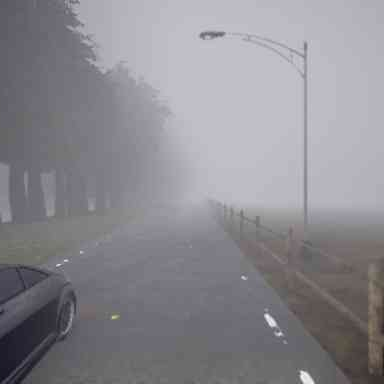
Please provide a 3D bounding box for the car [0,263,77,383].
[{"bbox_3d":[-2.845,1.563,3.704,1.994,1.385,4.181,0,0,0],"label":"car"}]
